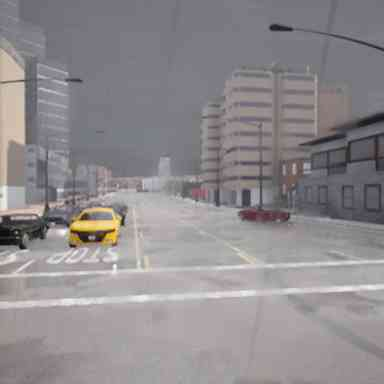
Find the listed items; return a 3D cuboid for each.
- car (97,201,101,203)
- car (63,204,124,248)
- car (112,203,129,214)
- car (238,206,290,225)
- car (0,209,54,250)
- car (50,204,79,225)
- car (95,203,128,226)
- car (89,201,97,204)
[{"bbox_3d":[-13.013,2.005,44.559,2.128,1.511,4.902,0,0,-10],"label":"car"},{"bbox_3d":[-4.255,1.499,15.136,1.882,1.535,5.008,0,0,-10],"label":"car"},{"bbox_3d":[-9.218,2.077,43.164,1.895,1.301,4.718,0,-1,-10],"label":"car"},{"bbox_3d":[5.226,1.680,24.964,1.895,1.301,4.718,0,-1,-18],"label":"car"},{"bbox_3d":[-7.688,1.631,14.461,1.895,1.301,4.718,0,-1,-10],"label":"car"},{"bbox_3d":[-9.382,1.692,23.963,2.033,1.411,5.357,0,-1,-10],"label":"car"},{"bbox_3d":[-5.835,1.689,23.968,1.994,1.385,4.181,0,-1,-11],"label":"car"},{"bbox_3d":[-11.141,1.888,33.829,1.994,1.385,4.181,0,-1,-10],"label":"car"}]
